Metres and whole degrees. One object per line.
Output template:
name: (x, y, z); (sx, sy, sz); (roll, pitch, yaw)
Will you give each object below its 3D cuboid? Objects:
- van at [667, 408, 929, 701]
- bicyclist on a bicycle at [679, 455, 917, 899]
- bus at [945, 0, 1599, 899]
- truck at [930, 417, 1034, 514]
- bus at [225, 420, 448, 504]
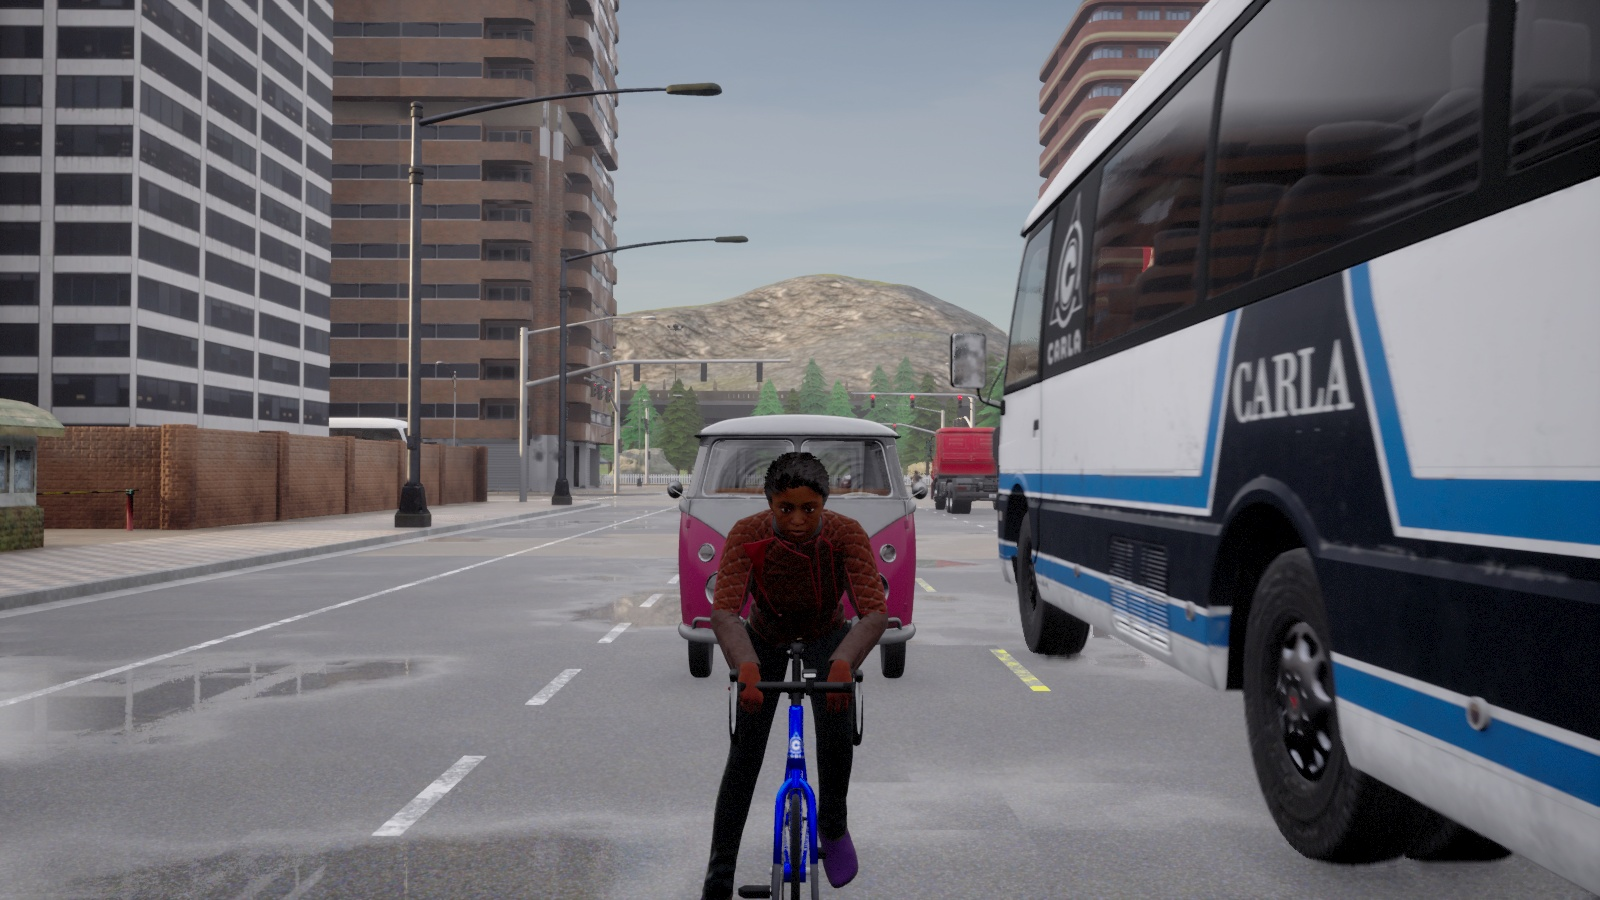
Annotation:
van: (-0.015, 0.748, 10.772); (1.775, 1.987, 4.442); (0, -1, 0)
bicyclist on a bicycle: (-0.005, 0.833, 3.919); (0.582, 1.620, 1.656); (0, -1, 0)
bus: (3.483, -0.445, 7.825); (3.944, 4.253, 10.273); (0, -1, 0)
truck: (6.929, 0.626, 49.008); (2.891, 3.462, 7.936); (0, -1, 0)
bus: (-24.146, 0.639, 65.914); (10.273, 4.253, 3.944); (0, -1, 0)
